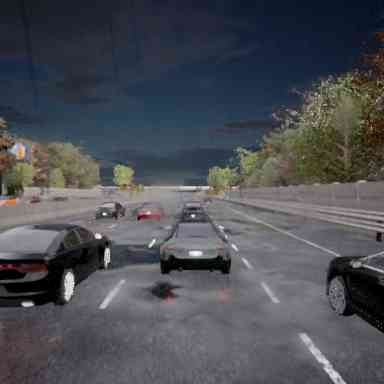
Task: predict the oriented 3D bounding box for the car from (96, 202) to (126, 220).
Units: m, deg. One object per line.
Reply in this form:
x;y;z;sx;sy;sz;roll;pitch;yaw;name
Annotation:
-6.907;1.579;28.595;1.812;1.442;4.674;0;0;0;car

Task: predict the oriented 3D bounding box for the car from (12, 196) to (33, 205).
-24.565;1.455;50.354;2.097;1.767;4.553;0;0;0;car

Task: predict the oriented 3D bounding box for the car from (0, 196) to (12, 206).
-28.064;1.454;50.144;2.097;1.767;4.553;0;0;0;car

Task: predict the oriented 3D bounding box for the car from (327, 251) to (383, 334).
3.554;1.470;4.595;2.128;1.511;4.902;0;0;0;car

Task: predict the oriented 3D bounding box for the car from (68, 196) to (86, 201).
-17.572;1.455;50.653;2.097;1.767;4.553;0;0;0;car

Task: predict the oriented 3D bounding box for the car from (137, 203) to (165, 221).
-3.404;1.616;28.200;1.994;1.385;4.181;0;0;0;car

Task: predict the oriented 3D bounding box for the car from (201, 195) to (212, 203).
3.484;1.658;73.264;1.837;1.490;4.892;0;0;0;car

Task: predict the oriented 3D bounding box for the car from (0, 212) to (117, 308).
-3.401;1.491;8.085;1.882;1.535;5.008;0;0;0;car

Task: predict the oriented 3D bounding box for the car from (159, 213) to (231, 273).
0.098;1.581;10.701;1.994;1.385;4.181;0;0;0;car

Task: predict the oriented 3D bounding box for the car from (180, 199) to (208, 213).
0.092;1.556;27.553;1.837;1.490;4.892;0;0;0;car

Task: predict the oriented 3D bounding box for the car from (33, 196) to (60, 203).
-21.080;1.604;49.190;1.837;1.490;4.892;0;0;0;car
